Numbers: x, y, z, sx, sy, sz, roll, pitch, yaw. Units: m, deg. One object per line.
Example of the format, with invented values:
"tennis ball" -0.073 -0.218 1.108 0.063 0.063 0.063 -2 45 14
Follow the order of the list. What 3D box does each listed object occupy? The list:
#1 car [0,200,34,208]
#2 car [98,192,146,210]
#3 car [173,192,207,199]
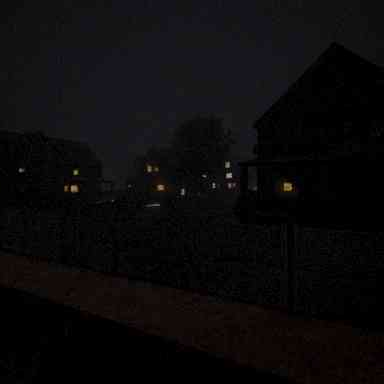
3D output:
"car" -12.028 1.241 21.413 1.994 1.385 4.181 1 2 36
"car" -6.254 0.792 29.613 2.097 1.767 4.553 1 2 35
"car" -0.106 0.738 38.306 2.033 1.411 5.357 1 2 35
